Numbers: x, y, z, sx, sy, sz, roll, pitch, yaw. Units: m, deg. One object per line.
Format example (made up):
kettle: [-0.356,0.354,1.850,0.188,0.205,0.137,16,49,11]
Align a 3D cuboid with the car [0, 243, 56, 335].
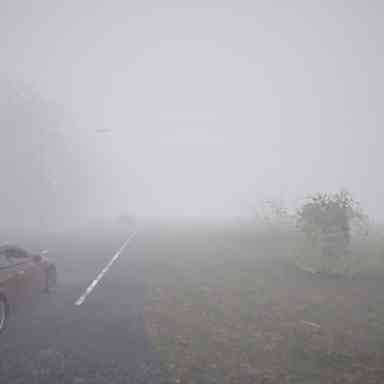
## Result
car: [-4.255,1.763,6.747,1.812,1.442,4.674,0,-2,-6]

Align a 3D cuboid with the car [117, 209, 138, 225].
car: [-7.743,3.067,39.052,1.812,1.442,4.674,0,-2,-6]
